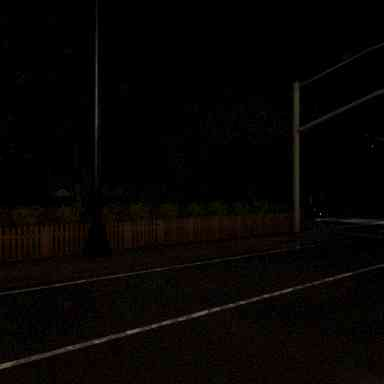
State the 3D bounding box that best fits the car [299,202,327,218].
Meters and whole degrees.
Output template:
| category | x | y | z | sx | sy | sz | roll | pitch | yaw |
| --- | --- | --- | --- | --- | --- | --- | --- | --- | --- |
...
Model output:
| category | x | y | z | sx | sy | sz | roll | pitch | yaw |
| --- | --- | --- | --- | --- | --- | --- | --- | --- | --- |
| car | 9.856 | 1.600 | 30.557 | 1.895 | 1.301 | 4.718 | 0 | 0 | -35 |
